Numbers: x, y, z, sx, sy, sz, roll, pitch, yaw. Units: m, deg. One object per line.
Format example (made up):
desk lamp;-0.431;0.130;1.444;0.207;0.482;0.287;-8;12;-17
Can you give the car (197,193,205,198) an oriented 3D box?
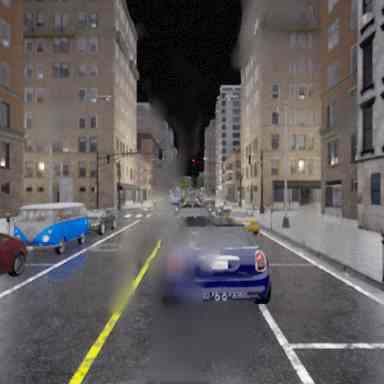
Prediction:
car;2.602;1.411;73.509;1.967;1.590;4.097;0;0;0

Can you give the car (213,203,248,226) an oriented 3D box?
car;2.627;1.543;23.906;2.008;1.369;4.403;0;0;0

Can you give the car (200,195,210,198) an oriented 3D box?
car;2.612;1.534;50.782;2.008;1.369;4.403;0;0;0

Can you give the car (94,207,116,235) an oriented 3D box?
car;-5.400;1.544;18.495;2.008;1.369;4.403;0;0;0

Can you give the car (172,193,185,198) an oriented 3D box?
car;-2.783;1.196;69.114;2.150;2.045;5.566;0;0;0

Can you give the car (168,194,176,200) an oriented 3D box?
car;-5.431;1.401;90.546;1.967;1.590;4.097;0;0;0

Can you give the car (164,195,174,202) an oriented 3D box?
car;-5.426;1.519;79.184;2.008;1.369;4.403;0;0;0

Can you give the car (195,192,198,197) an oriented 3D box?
car;2.597;1.279;84.873;2.192;1.841;5.009;0;0;0

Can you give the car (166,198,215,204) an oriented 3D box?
car;0.070;1.346;15.581;2.097;1.767;4.553;0;0;0

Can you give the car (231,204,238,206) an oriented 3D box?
car;2.634;1.519;18.670;1.752;1.417;4.829;0;0;0

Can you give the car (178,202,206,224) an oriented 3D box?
car;0.005;1.555;25.242;1.994;1.385;4.181;0;0;0

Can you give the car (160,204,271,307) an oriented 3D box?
car;0.307;1.349;8.180;2.097;1.767;4.553;0;0;-5

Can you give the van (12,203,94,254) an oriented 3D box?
van;-5.399;1.336;13.089;1.690;1.788;3.998;0;0;0

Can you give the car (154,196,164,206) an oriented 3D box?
car;-5.415;1.506;56.289;1.752;1.417;4.829;0;0;0

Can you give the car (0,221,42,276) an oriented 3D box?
car;-5.398;1.579;7.683;1.802;1.307;4.206;0;0;0

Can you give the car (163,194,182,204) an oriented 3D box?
car;-2.867;1.461;50.641;1.882;1.535;5.008;0;0;0

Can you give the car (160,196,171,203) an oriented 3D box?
car;-5.421;1.540;67.821;1.947;1.339;4.313;0;0;0
